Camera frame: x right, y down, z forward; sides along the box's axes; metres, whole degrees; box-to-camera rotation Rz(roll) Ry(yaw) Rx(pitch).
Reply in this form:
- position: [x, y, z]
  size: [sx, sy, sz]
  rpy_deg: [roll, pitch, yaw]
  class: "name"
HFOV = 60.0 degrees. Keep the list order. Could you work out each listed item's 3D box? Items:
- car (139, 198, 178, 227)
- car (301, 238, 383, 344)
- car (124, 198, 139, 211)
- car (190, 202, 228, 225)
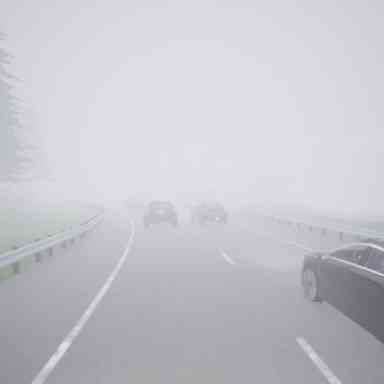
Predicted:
- position: [-2.291, 1.326, 22.637]
  size: [2.097, 1.767, 4.553]
  rpy_deg: [0, 0, -11]
  class: "car"
- position: [3.352, 1.477, 5.319]
  size: [2.128, 1.511, 4.902]
  rpy_deg: [0, 0, -2]
  class: "car"
- position: [-6.989, 1.452, 39.765]
  size: [2.128, 1.511, 4.902]
  rpy_deg: [0, 0, -19]
  class: "car"
- position: [1.115, 1.457, 23.447]
  size: [2.128, 1.511, 4.902]
  rpy_deg: [0, 0, -11]
  class: "car"
